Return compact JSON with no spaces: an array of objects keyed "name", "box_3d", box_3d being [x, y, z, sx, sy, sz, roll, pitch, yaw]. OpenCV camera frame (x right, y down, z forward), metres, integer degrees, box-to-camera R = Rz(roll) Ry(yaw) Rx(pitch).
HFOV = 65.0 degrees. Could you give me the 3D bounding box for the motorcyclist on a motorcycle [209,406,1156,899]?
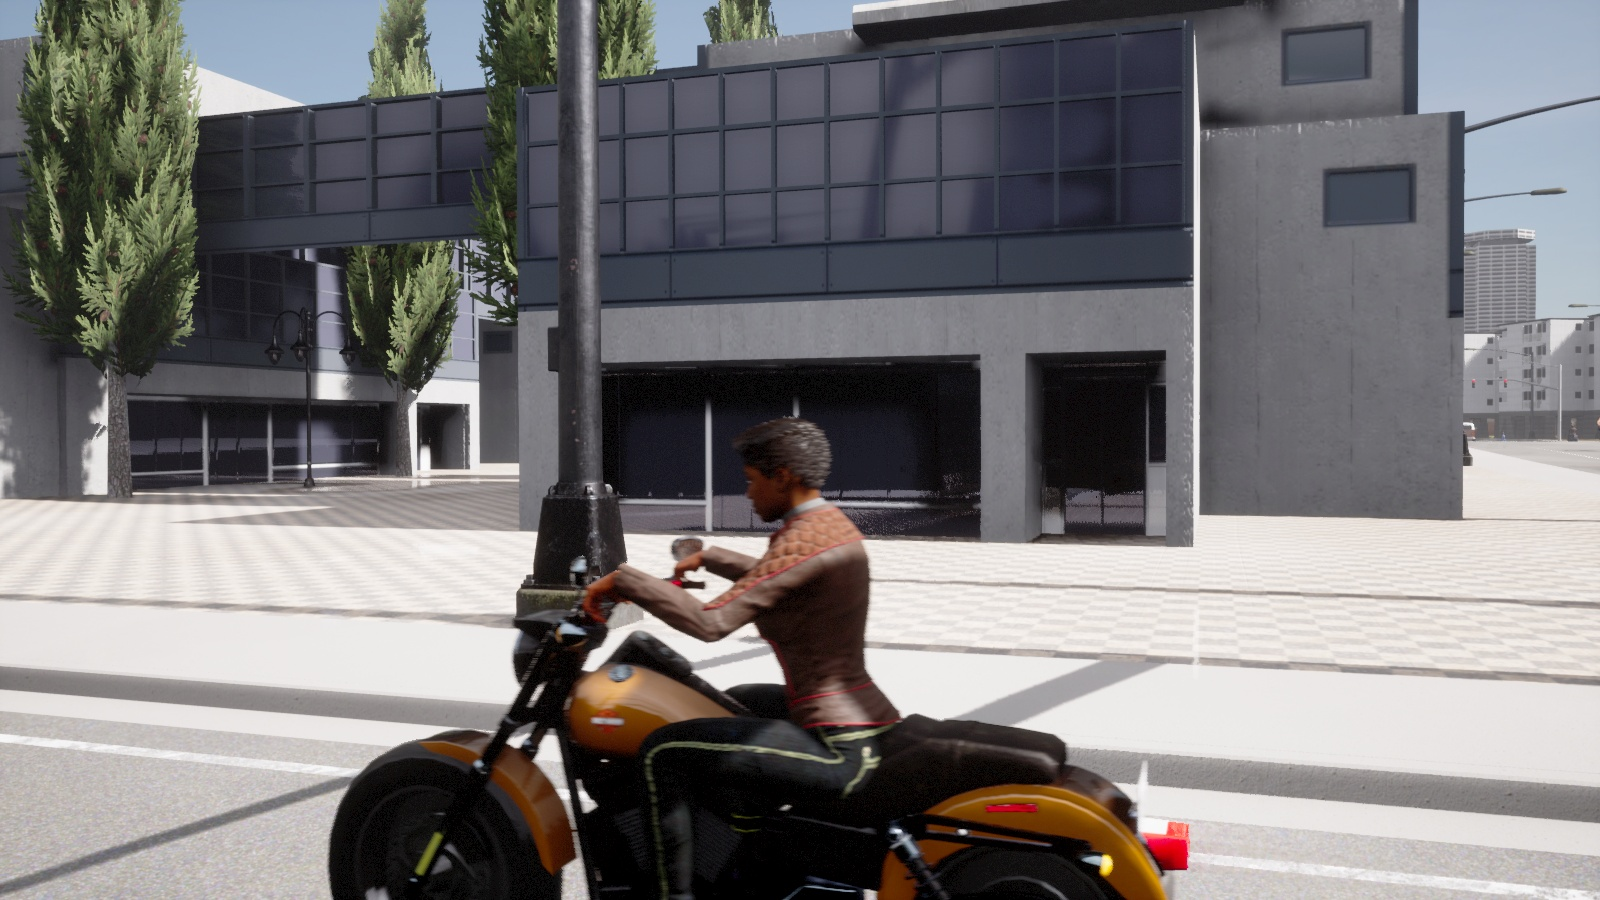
[{"name":"motorcyclist on a motorcycle","box_3d":[-0.313,0.723,3.285,2.350,1.649,0.766,0,1,19]}]
